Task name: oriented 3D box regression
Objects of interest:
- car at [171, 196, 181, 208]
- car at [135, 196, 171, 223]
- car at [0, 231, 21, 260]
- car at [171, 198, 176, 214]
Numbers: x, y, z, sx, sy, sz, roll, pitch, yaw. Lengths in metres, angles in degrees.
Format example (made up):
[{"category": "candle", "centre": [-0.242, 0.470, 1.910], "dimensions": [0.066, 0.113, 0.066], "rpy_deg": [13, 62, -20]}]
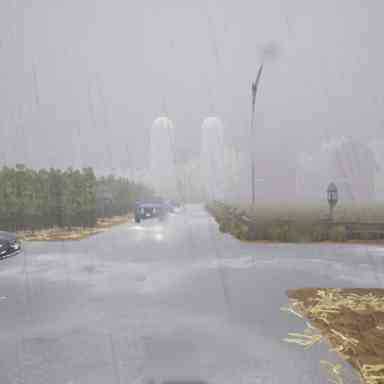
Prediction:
[{"category": "car", "centre": [-3.080, 1.643, 55.297], "dimensions": [2.150, 2.045, 5.566], "rpy_deg": [0, 0, 0]}, {"category": "car", "centre": [-3.189, 1.350, 27.027], "dimensions": [2.150, 2.045, 5.566], "rpy_deg": [0, -1, 0]}, {"category": "car", "centre": [-8.056, 1.551, 10.426], "dimensions": [4.892, 1.490, 1.837], "rpy_deg": [0, 0, -7]}, {"category": "car", "centre": [-3.173, 1.771, 39.493], "dimensions": [1.812, 1.442, 4.674], "rpy_deg": [0, 0, 0]}]
